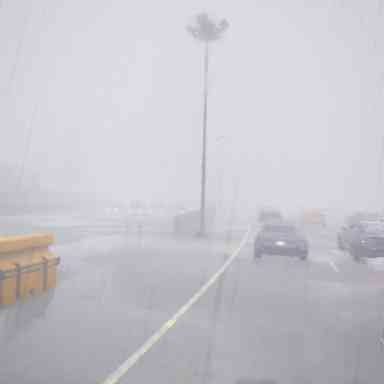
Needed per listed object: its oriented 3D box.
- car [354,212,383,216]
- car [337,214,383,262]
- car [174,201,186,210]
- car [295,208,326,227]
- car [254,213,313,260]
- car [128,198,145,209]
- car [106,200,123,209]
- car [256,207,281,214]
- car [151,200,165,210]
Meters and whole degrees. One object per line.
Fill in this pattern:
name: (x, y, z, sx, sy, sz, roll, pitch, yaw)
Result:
car: (13.260, 2.219, 25.400, 2.033, 1.411, 5.357, 1, -1, 10)
car: (7.141, 1.883, 13.329, 1.812, 1.442, 4.674, 1, -1, 14)
car: (-1.913, 2.211, 53.985, 2.033, 1.411, 5.357, 1, -1, 1)
car: (10.333, 2.126, 29.331, 1.882, 1.535, 5.008, 1, 0, 9)
car: (3.656, 1.841, 13.850, 1.994, 1.385, 4.181, 1, -1, 14)
car: (-8.939, 1.832, 53.689, 2.097, 1.767, 4.553, 1, -1, 1)
car: (-12.435, 1.956, 53.589, 1.994, 1.385, 4.181, 1, -1, 1)
car: (6.889, 2.048, 29.982, 1.882, 1.535, 5.008, 1, 0, 9)
car: (-5.440, 2.050, 53.886, 1.882, 1.535, 5.008, 1, -1, 1)
